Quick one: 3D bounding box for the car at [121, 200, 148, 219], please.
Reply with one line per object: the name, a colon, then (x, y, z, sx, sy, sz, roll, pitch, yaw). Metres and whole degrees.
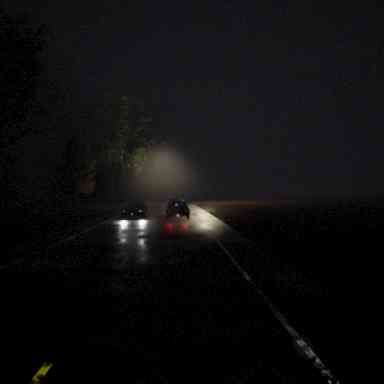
car: (-4.828, 1.463, 28.423, 1.812, 1.442, 4.674, -1, 0, -3)

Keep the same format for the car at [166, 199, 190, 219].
car: (-1.182, 1.508, 27.703, 1.895, 1.301, 4.718, -1, 0, -3)
